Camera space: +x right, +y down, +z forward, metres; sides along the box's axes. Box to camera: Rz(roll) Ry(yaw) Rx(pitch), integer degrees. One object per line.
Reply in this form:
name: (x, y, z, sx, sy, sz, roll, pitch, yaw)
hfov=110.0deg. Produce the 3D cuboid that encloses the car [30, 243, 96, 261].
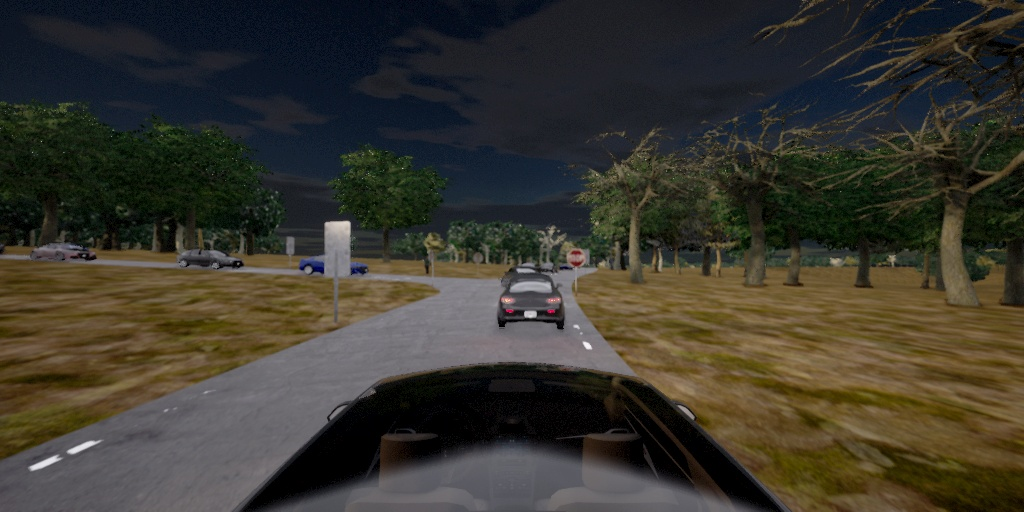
car: (-37.485, -0.295, 30.030, 4.181, 1.385, 1.994, 3, -1, 8)

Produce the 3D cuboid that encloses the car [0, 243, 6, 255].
car: (-52.726, -0.980, 35.208, 4.902, 1.511, 2.128, 3, -1, 8)

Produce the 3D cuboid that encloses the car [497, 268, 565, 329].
car: (0.612, 1.277, 11.198, 1.812, 1.442, 4.674, 0, 0, 4)

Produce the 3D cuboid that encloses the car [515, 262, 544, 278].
car: (1.943, 1.443, 38.357, 1.882, 1.535, 5.008, 0, -1, 17)

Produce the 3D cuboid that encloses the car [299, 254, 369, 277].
car: (-13.208, 0.672, 26.728, 5.008, 1.535, 1.882, 3, -1, 7)

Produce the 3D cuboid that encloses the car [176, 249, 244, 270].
car: (-23.611, 0.246, 28.138, 4.892, 1.490, 1.837, 3, -1, 8)

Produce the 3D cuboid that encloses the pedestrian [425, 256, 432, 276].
pedestrian: (-7.612, 0.839, 32.373, 0.375, 1.860, 0.375, 0, -4, 8)

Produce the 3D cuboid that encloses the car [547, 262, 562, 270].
car: (5.043, 1.634, 48.765, 1.837, 1.490, 4.892, 0, -1, 18)

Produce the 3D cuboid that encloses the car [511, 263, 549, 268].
car: (0.553, 1.318, 21.868, 1.812, 1.442, 4.674, 0, -1, -11)

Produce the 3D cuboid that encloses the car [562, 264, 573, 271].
car: (9.366, 1.958, 62.573, 1.895, 1.301, 4.718, 0, -1, 17)
